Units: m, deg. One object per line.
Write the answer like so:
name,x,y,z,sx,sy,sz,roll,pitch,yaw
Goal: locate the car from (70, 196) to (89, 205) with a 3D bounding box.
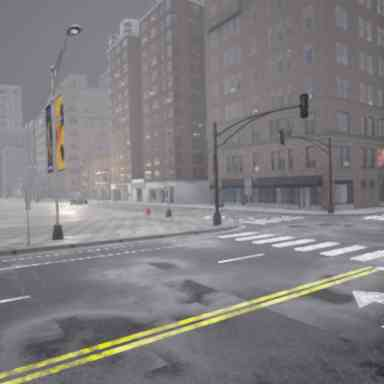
car,-19.530,1.483,57.359,2.033,1.411,5.357,-2,1,-35
